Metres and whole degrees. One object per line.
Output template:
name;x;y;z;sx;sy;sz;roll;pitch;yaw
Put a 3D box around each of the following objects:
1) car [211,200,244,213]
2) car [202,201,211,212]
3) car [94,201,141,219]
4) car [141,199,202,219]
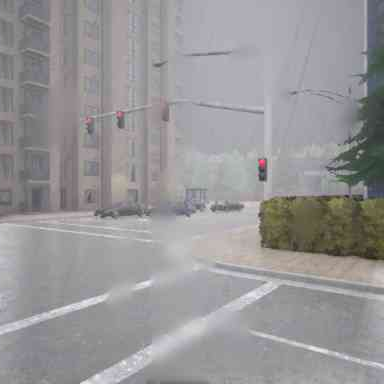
car;3.951;1.601;37.226;1.895;1.301;4.718;0;0;36
car;-0.348;1.491;37.276;2.128;1.511;4.902;0;0;36
car;-6.042;1.547;29.480;2.033;1.411;5.357;0;0;36
car;-1.706;1.547;29.485;2.033;1.411;5.357;0;0;36
